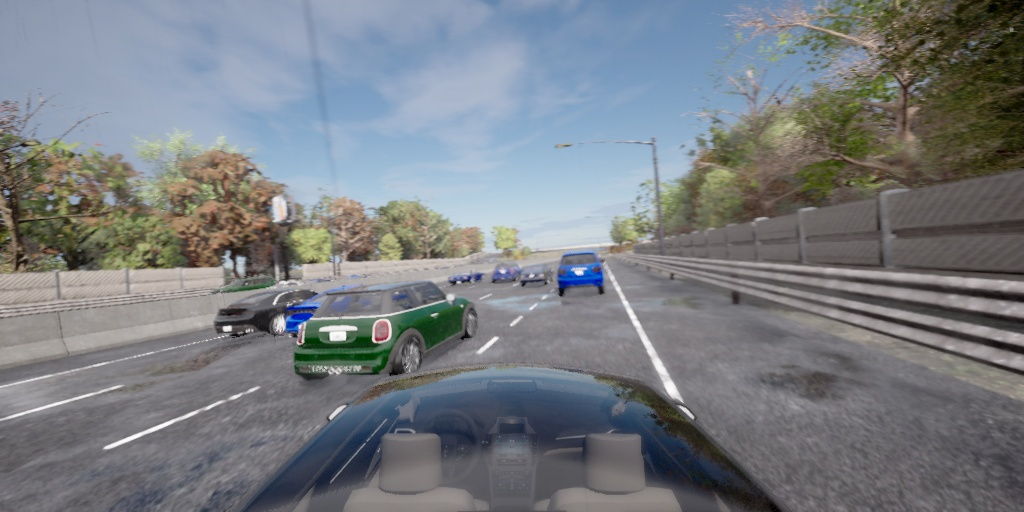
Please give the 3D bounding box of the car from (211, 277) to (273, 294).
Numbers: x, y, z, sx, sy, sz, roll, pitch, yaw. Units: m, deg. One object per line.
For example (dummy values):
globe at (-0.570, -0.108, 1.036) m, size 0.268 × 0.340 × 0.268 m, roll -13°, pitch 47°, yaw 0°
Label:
car at (-25.113, 3.133, 33.816) m, size 2.150 × 2.045 × 5.566 m, roll -5°, pitch 0°, yaw 14°

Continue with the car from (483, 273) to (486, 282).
car at (-3.863, 1.846, 31.681) m, size 1.895 × 1.301 × 4.718 m, roll -5°, pitch 0°, yaw 14°

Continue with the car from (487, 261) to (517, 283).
car at (-0.256, 1.317, 31.848) m, size 2.097 × 1.767 × 4.553 m, roll -5°, pitch 0°, yaw 14°

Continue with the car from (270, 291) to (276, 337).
car at (-5.015, 1.682, 12.042) m, size 1.882 × 1.535 × 5.008 m, roll -5°, pitch 0°, yaw 14°

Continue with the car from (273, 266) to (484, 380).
car at (-2.400, 1.326, 8.042) m, size 2.097 × 1.767 × 4.553 m, roll -5°, pitch 0°, yaw 14°

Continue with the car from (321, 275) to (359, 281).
car at (-14.562, 2.563, 32.837) m, size 1.882 × 1.535 × 5.008 m, roll -5°, pitch 0°, yaw 14°

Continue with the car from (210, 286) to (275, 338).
car at (-8.259, 1.971, 13.465) m, size 1.837 × 1.490 × 4.892 m, roll -5°, pitch 0°, yaw 14°

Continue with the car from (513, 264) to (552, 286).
car at (1.866, 1.306, 25.691) m, size 2.033 × 1.411 × 5.357 m, roll -5°, pitch 0°, yaw 14°

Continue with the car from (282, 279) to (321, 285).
car at (-18.123, 2.889, 32.940) m, size 1.812 × 1.442 × 4.674 m, roll -5°, pitch 0°, yaw 14°

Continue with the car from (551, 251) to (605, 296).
car at (3.617, 0.796, 18.591) m, size 2.150 × 2.045 × 5.566 m, roll -5°, pitch 0°, yaw 14°

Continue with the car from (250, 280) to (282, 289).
car at (-21.493, 3.157, 33.850) m, size 1.812 × 1.442 × 4.674 m, roll -5°, pitch 0°, yaw 14°
